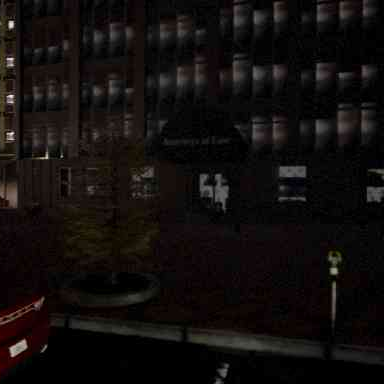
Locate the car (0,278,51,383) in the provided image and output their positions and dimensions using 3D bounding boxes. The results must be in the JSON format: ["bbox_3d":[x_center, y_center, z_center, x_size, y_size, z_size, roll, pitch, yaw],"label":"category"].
[{"bbox_3d":[-4.012,1.531,4.121,4.507,1.381,1.887,0,1,15],"label":"car"}]
